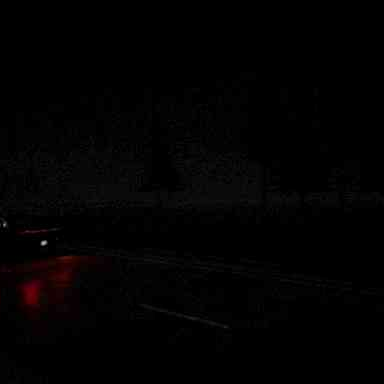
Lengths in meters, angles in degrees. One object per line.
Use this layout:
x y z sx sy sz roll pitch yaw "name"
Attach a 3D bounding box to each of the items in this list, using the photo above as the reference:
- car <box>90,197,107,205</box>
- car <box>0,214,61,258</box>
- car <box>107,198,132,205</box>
-20.734 2.022 74.824 2.097 1.767 4.553 -1 0 35 "car"
-7.295 1.644 13.400 4.902 1.511 2.128 -1 0 36 "car"
-15.100 2.184 70.660 1.895 1.301 4.718 -1 0 35 "car"
